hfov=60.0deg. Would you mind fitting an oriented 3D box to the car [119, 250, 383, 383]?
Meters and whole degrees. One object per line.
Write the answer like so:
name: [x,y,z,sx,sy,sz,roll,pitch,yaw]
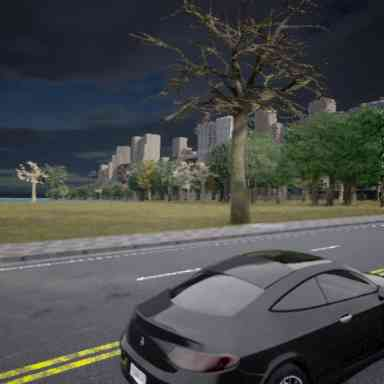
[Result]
car: [1.368,1.530,4.435,4.674,1.442,1.812,0,0,-36]
